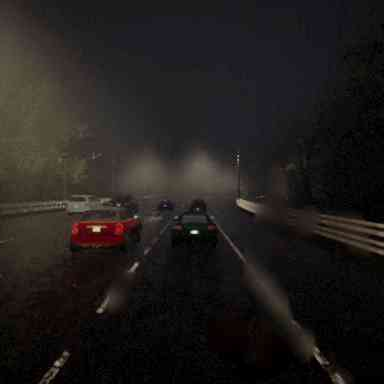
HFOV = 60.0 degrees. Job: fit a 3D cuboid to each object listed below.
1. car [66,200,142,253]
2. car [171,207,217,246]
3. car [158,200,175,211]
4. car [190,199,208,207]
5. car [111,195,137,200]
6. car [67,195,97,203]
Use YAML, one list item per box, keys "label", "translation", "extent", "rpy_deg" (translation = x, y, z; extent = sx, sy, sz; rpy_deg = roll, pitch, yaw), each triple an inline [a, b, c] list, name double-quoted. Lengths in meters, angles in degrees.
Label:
- label: "car"
  translation: [-3.397, 1.394, 13.972]
  extent: [2.097, 1.767, 4.553]
  rpy_deg: [0, 0, 0]
- label: "car"
  translation: [0.111, 1.611, 15.576]
  extent: [1.994, 1.385, 4.181]
  rpy_deg: [0, 0, 0]
- label: "car"
  translation: [-3.391, 1.695, 43.948]
  extent: [1.994, 1.385, 4.181]
  rpy_deg: [0, 0, 0]
- label: "car"
  translation: [0.816, 1.622, 39.321]
  extent: [1.837, 1.490, 4.892]
  rpy_deg: [0, 0, 4]
- label: "car"
  translation: [-6.893, 1.324, 33.883]
  extent: [2.150, 2.045, 5.566]
  rpy_deg: [0, 0, 0]
- label: "car"
  translation: [-10.394, 1.320, 32.485]
  extent: [2.150, 2.045, 5.566]
  rpy_deg: [0, 0, 0]
